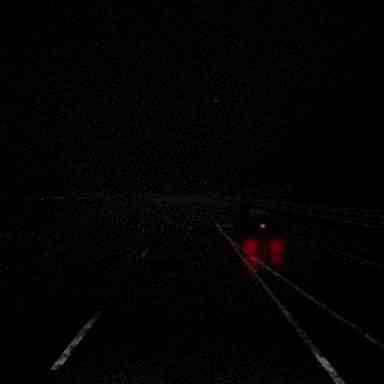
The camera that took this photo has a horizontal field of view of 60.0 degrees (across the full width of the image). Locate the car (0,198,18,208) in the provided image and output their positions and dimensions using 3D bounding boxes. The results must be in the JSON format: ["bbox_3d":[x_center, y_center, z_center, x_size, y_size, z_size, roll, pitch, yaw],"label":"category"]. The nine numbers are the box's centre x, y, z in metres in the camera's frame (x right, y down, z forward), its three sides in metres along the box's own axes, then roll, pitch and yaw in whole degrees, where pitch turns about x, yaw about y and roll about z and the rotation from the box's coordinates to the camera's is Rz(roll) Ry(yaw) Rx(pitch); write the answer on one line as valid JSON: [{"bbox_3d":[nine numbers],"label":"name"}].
[{"bbox_3d":[-28.028,1.643,49.461,1.994,1.385,4.181,0,0,1],"label":"car"}]

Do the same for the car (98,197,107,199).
[{"bbox_3d":[-17.485,1.686,65.973,1.994,1.385,4.181,0,0,0],"label":"car"}]

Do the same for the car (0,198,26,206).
[{"bbox_3d":[-17.586,1.540,30.125,2.128,1.511,4.902,0,0,0],"label":"car"}]

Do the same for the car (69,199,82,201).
[{"bbox_3d":[-17.548,1.681,49.951,1.895,1.301,4.718,0,0,1],"label":"car"}]

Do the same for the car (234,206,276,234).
[{"bbox_3d":[3.605,1.558,19.462,1.812,1.442,4.674,0,0,-1],"label":"car"}]

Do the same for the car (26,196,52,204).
[{"bbox_3d":[-24.496,1.686,52.612,1.895,1.301,4.718,0,0,0],"label":"car"}]
